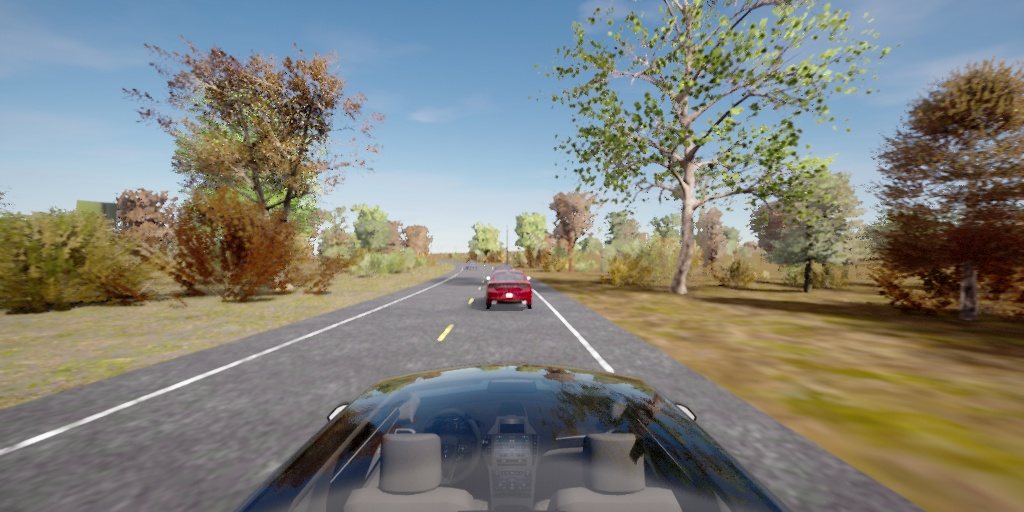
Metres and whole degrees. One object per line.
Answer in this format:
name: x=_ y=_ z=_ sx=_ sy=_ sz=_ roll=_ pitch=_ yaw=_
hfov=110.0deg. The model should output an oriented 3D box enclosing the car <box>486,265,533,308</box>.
car: x=-0.154 y=1.364 z=16.144 sx=1.882 sy=1.535 sz=5.008 roll=0 pitch=0 yaw=-1
